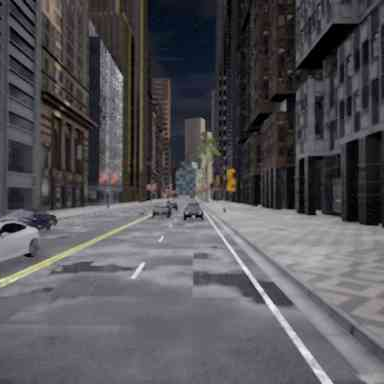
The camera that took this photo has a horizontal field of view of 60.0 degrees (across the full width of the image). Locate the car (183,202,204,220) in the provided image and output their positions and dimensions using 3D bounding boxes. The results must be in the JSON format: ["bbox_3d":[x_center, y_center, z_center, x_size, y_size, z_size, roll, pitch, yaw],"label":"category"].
[{"bbox_3d":[0.149,1.974,32.249,1.895,1.301,4.718,0,-1,0],"label":"car"}]

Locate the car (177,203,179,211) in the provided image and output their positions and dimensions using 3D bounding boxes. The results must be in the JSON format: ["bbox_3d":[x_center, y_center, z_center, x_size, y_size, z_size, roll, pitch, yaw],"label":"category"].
[{"bbox_3d":[-3.048,2.076,50.716,1.837,1.490,4.892,0,-1,0],"label":"car"}]

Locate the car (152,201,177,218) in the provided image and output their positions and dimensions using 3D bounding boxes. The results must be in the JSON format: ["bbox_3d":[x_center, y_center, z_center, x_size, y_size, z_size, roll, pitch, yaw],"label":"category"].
[{"bbox_3d":[-3.089,1.889,35.405,2.128,1.511,4.902,0,-1,0],"label":"car"}]

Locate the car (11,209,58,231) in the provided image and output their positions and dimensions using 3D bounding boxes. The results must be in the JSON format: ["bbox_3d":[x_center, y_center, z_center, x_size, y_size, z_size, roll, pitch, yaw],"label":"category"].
[{"bbox_3d":[-9.789,1.742,19.721,2.033,1.411,5.357,0,-1,0],"label":"car"}]

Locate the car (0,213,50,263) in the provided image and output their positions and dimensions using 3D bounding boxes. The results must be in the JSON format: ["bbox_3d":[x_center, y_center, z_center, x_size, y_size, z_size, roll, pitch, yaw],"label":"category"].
[{"bbox_3d":[-6.566,1.628,10.677,1.812,1.442,4.674,0,-1,0],"label":"car"}]
